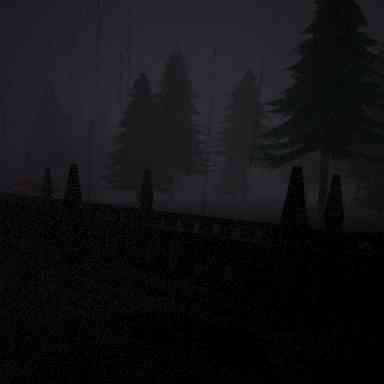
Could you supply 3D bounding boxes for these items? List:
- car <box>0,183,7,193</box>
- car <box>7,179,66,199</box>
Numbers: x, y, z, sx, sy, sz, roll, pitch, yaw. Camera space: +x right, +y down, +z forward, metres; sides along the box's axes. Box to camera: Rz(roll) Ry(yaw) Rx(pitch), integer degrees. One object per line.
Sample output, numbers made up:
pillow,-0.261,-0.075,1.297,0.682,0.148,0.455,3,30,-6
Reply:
car,-20.908,-0.217,36.183,2.128,1.511,4.902,4,2,37
car,-16.384,-0.284,36.085,2.150,2.045,5.566,4,2,37
